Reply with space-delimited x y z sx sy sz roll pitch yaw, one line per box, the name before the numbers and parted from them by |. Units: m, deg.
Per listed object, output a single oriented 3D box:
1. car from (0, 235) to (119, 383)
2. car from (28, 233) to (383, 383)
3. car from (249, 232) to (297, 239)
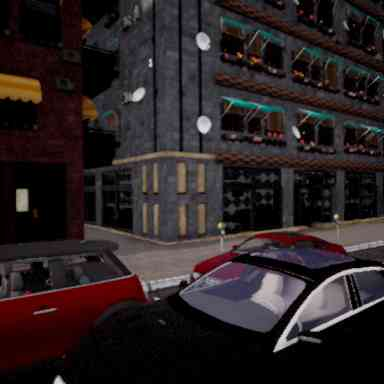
car | -2.617 1.442 4.243 4.097 1.590 1.967 0 -1 -36
car | 1.031 1.494 3.806 4.902 1.511 2.128 0 0 -35
car | 1.899 1.586 7.467 4.206 1.307 1.802 0 -1 -36
